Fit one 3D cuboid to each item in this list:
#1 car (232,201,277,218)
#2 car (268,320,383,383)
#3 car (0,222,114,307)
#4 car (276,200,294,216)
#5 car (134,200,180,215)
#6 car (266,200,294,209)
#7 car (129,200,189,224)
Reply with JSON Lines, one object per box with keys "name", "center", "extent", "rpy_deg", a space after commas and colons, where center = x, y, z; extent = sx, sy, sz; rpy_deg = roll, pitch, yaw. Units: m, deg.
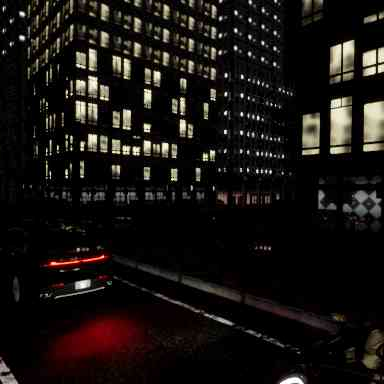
{"name": "car", "center": [6.169, 1.833, 33.911], "extent": [4.829, 1.417, 1.752], "rpy_deg": [1, 0, -40]}
{"name": "car", "center": [2.426, 1.352, 1.325], "extent": [2.097, 1.767, 4.553], "rpy_deg": [0, 0, -41]}
{"name": "car", "center": [-3.659, 1.501, 8.115], "extent": [1.837, 1.490, 4.892], "rpy_deg": [0, 0, -41]}
{"name": "car", "center": [10.343, 1.936, 37.447], "extent": [4.206, 1.307, 1.802], "rpy_deg": [1, 0, -40]}
{"name": "car", "center": [-3.812, 1.648, 36.439], "extent": [4.829, 1.417, 1.752], "rpy_deg": [1, 0, -40]}
{"name": "car", "center": [13.527, 1.881, 51.124], "extent": [4.313, 1.339, 1.947], "rpy_deg": [1, 0, -40]}
{"name": "car", "center": [-2.566, 1.524, 26.511], "extent": [5.009, 1.841, 2.192], "rpy_deg": [1, 0, -40]}
